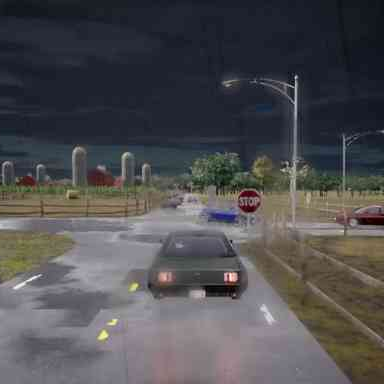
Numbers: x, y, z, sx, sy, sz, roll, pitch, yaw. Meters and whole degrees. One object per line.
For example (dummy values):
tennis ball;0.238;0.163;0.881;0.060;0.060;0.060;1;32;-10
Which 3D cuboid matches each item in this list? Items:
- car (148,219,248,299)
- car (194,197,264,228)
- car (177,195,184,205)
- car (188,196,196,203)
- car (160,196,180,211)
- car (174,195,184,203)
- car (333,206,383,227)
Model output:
car;0.107;1.597;8.361;1.895;1.301;4.718;0;0;0
car;2.783;1.412;23.134;4.553;1.767;2.097;2;1;39
car;-2.796;1.504;55.030;1.994;1.385;4.181;0;0;0
car;0.135;1.476;67.840;1.994;1.385;4.181;0;0;0
car;-2.816;1.565;41.132;1.895;1.301;4.718;0;0;0
car;-2.714;1.425;70.124;2.033;1.411;5.357;0;0;0
car;12.842;1.723;23.988;5.008;1.535;1.882;1;1;1
